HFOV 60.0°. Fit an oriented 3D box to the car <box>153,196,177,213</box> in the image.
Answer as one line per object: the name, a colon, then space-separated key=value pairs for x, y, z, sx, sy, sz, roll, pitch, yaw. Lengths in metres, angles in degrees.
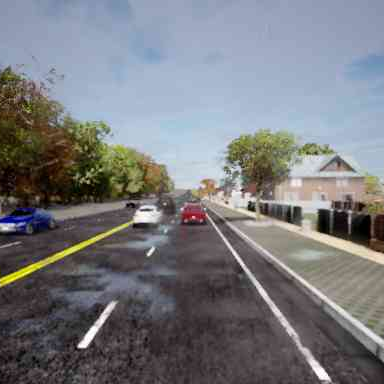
car: x=-3.118 y=1.535 z=41.088 sx=2.150 sy=2.045 sz=5.566 roll=0 pitch=0 yaw=0

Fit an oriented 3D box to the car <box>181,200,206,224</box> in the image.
car: x=0.118 y=1.684 z=26.536 sx=1.882 sy=1.535 sz=5.008 roll=0 pitch=0 yaw=0

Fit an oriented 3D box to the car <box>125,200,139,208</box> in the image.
car: x=-9.743 y=2.003 z=55.007 sx=1.895 sy=1.301 sz=4.718 roll=0 pitch=0 yaw=1

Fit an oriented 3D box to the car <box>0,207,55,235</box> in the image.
car: x=-9.782 y=1.670 z=19.819 sx=1.812 sy=1.442 sz=4.674 roll=0 pitch=0 yaw=1

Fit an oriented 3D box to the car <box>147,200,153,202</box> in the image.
car: x=-6.507 y=1.943 z=53.616 sx=2.033 sy=1.411 sz=5.357 roll=0 pitch=0 yaw=1

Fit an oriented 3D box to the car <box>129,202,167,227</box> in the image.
car: x=-3.128 y=1.712 z=24.318 sx=1.812 sy=1.442 sz=4.674 roll=0 pitch=0 yaw=0

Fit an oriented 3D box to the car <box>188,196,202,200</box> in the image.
car: x=0.138 y=1.669 z=41.630 sx=2.097 sy=1.767 sz=4.553 roll=0 pitch=-1 yaw=0

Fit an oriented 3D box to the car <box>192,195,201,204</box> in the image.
car: x=1.038 y=1.795 z=78.286 sx=2.150 sy=2.045 sz=5.566 roll=0 pitch=0 yaw=0

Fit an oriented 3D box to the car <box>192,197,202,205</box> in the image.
car: x=1.032 y=1.884 z=72.226 sx=2.097 sy=1.767 sz=4.553 roll=0 pitch=0 yaw=0
